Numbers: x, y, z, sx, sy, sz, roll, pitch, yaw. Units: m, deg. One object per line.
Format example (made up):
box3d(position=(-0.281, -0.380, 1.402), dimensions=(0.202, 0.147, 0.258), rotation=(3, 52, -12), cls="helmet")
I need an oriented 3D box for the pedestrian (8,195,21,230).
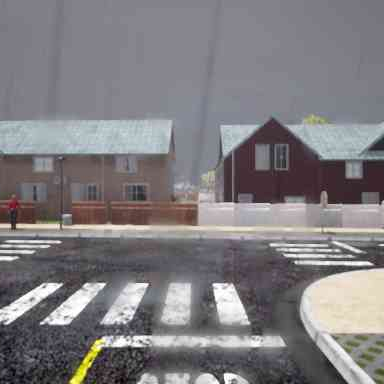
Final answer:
box3d(position=(-9.362, 1.042, 17.416), dimensions=(0.375, 1.860, 0.375), rotation=(0, 0, 1), cls="pedestrian")
